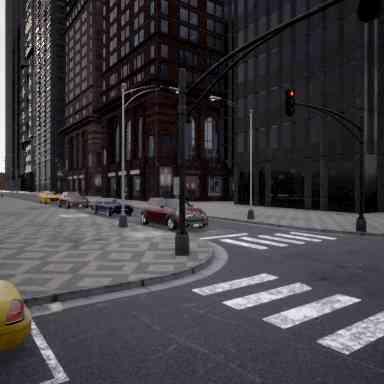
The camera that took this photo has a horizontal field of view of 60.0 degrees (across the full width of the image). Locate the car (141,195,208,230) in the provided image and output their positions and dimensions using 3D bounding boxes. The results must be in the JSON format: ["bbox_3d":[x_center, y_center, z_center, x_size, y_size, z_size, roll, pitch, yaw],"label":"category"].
[{"bbox_3d":[-1.074,1.072,18.829,2.097,1.767,4.553,0,1,-36],"label":"car"}]

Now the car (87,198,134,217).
[{"bbox_3d":[-6.342,1.153,26.133,1.895,1.301,4.718,0,1,-36],"label":"car"}]

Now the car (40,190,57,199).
[{"bbox_3d":[-24.744,0.466,57.109,1.812,1.442,4.674,0,1,-35],"label":"car"}]

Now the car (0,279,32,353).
[{"bbox_3d":[-4.410,1.525,3.503,4.829,1.417,1.752,0,0,-35],"label":"car"}]

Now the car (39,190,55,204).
[{"bbox_3d":[-18.287,0.668,42.766,1.882,1.535,5.008,0,1,-35],"label":"car"}]

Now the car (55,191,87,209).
[{"bbox_3d":[-12.213,0.723,34.283,2.097,1.767,4.553,0,1,-36],"label":"car"}]
